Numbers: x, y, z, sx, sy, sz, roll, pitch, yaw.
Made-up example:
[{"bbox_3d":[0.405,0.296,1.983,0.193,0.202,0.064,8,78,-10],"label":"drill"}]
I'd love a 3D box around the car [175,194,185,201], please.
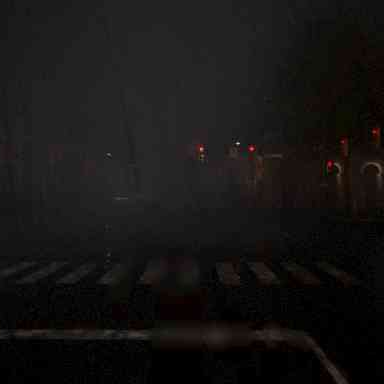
[{"bbox_3d":[-2.781,1.279,78.628,2.097,1.767,4.553,0,0,1],"label":"car"}]

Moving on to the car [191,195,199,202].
[{"bbox_3d":[0.719,1.450,78.599,2.128,1.511,4.902,0,0,1],"label":"car"}]

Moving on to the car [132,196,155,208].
[{"bbox_3d":[-6.778,1.601,46.942,1.895,1.301,4.718,0,0,0],"label":"car"}]

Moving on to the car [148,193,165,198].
[{"bbox_3d":[-6.627,1.477,62.114,1.882,1.535,5.008,0,0,1],"label":"car"}]

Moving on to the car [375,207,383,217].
[{"bbox_3d":[18.595,1.526,29.174,4.674,1.442,1.812,0,0,1],"label":"car"}]

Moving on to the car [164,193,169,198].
[{"bbox_3d":[-6.337,1.225,75.453,2.150,2.045,5.566,0,0,1],"label":"car"}]

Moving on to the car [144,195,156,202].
[{"bbox_3d":[-9.785,1.539,78.451,2.033,1.411,5.357,0,0,1],"label":"car"}]

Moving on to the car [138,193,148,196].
[{"bbox_3d":[-9.983,1.224,67.663,2.150,2.045,5.566,0,0,1],"label":"car"}]

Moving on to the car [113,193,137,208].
[{"bbox_3d":[-10.260,1.221,49.951,2.150,2.045,5.566,0,0,0],"label":"car"}]

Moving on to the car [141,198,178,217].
[{"bbox_3d":[-3.117,1.525,31.056,1.812,1.442,4.674,0,0,-21],"label":"car"}]
